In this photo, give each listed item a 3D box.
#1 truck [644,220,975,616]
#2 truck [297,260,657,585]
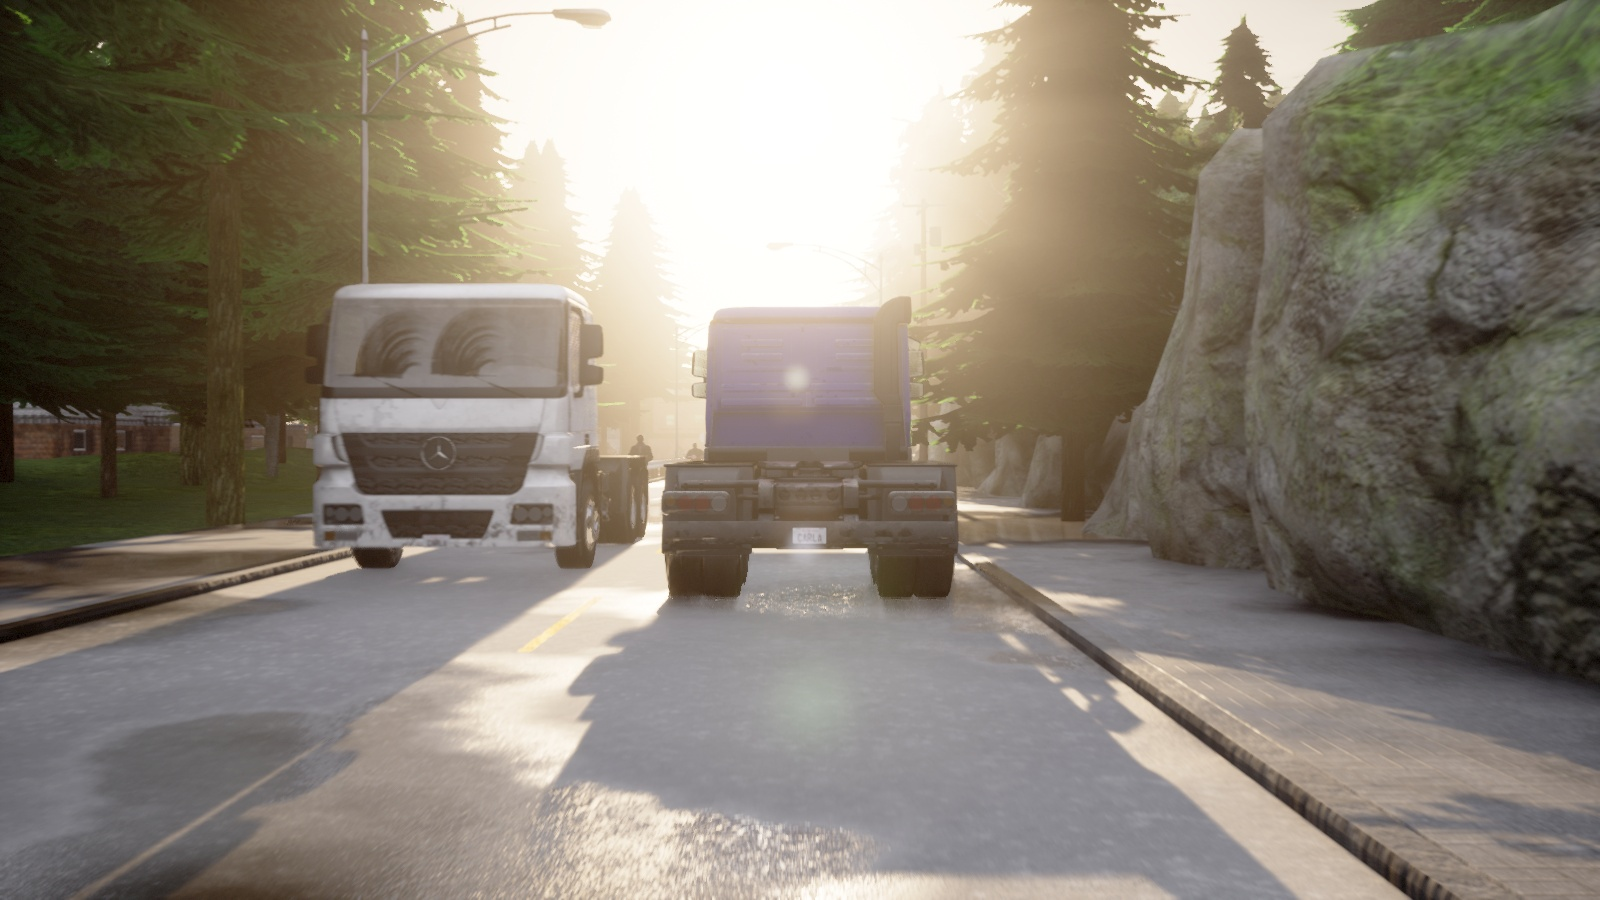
[{"bbox_3d":[0.101,-0.294,14.935,2.891,3.462,7.936,0,0,0],"label":"truck"},{"bbox_3d":[-3.886,-0.307,17.324,2.891,3.462,7.936,0,0,0],"label":"truck"}]
